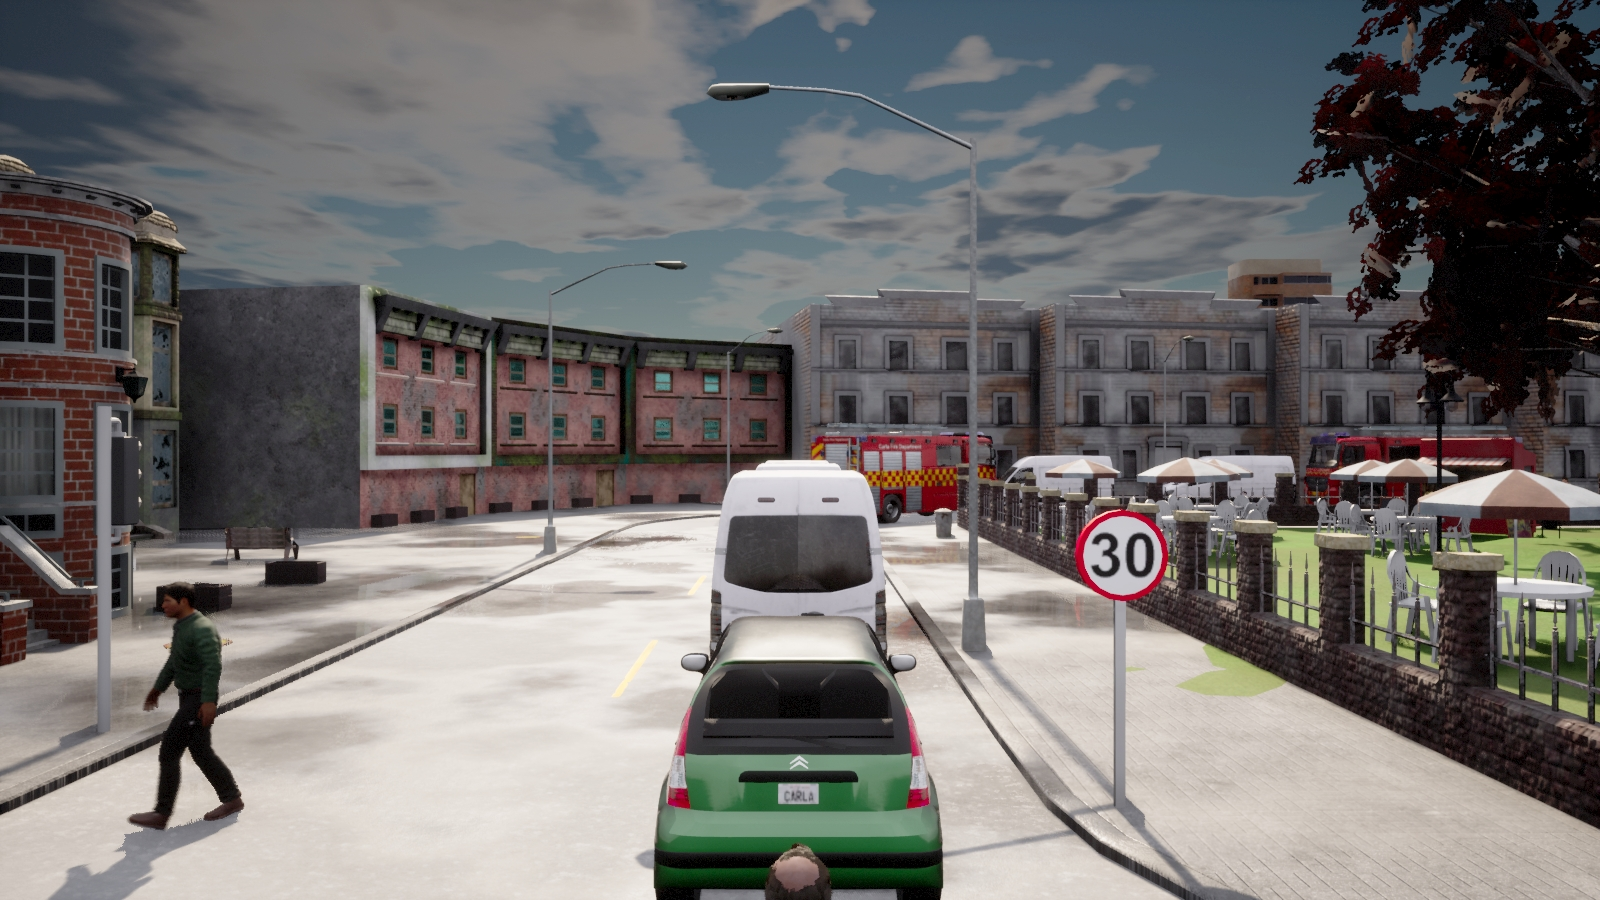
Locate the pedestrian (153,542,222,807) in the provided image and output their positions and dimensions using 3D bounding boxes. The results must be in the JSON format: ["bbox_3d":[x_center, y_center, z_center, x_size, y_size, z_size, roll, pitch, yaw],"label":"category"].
[{"bbox_3d":[-4.528,1.629,8.445,0.375,1.860,0.375,0,0,-40],"label":"pedestrian"}]

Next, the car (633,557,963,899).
[{"bbox_3d":[-0.015,1.779,8.404,1.851,1.617,3.988,0,0,0],"label":"car"}]

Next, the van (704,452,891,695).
[{"bbox_3d":[-0.025,1.315,15.105,1.988,2.561,5.915,0,0,0],"label":"van"}]

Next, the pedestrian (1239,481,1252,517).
[{"bbox_3d":[16.353,1.805,41.959,0.375,1.300,0.375,0,0,7],"label":"pedestrian"}]

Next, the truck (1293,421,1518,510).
[{"bbox_3d":[26.739,0.670,50.713,8.468,3.827,2.891,0,0,0],"label":"truck"}]

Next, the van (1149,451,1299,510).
[{"bbox_3d":[18.656,1.314,50.452,5.915,2.561,1.988,0,0,0],"label":"van"}]

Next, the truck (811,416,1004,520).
[{"bbox_3d":[4.502,0.672,46.247,8.468,3.827,2.891,0,0,-43],"label":"truck"}]

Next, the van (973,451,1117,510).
[{"bbox_3d":[10.768,1.314,50.430,5.915,2.561,1.988,0,0,0],"label":"van"}]
